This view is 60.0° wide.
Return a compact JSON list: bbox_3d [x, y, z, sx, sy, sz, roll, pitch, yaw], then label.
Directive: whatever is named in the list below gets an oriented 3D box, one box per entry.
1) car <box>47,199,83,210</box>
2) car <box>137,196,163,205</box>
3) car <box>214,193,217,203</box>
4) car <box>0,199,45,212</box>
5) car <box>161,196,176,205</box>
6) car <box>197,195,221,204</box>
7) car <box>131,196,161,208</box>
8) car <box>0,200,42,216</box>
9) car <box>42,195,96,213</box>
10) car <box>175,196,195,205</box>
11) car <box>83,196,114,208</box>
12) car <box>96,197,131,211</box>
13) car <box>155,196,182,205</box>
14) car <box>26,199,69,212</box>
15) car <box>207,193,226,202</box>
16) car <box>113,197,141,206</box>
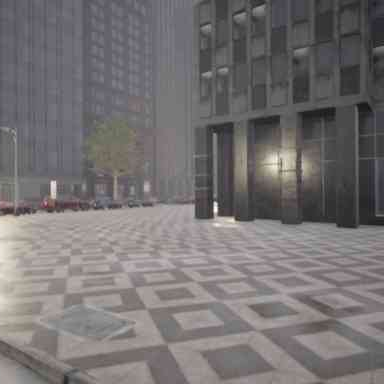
[{"bbox_3d":[-16.799,1.572,44.067,1.802,1.307,4.206,0,0,35],"label":"car"},{"bbox_3d":[-7.283,1.474,57.849,1.752,1.417,4.829,-1,0,35],"label":"car"},{"bbox_3d":[3.027,1.166,57.782,2.192,1.841,5.009,-1,0,35],"label":"car"},{"bbox_3d":[-20.003,1.572,39.427,1.947,1.339,4.313,0,0,35],"label":"car"},{"bbox_3d":[-2.441,1.380,54.465,2.128,1.511,4.902,-1,0,35],"label":"car"},{"bbox_3d":[3.239,1.363,62.781,2.128,1.511,4.902,-1,0,35],"label":"car"},{"bbox_3d":[-6.582,1.454,43.860,1.947,1.339,4.313,-1,0,35],"label":"car"},{"bbox_3d":[-16.193,1.522,29.940,1.802,1.307,4.206,0,0,35],"label":"car"},{"bbox_3d":[-12.991,1.235,34.581,2.192,1.841,5.009,0,0,35],"label":"car"},{"bbox_3d":[-0.175,1.407,53.141,1.887,1.381,4.507,-1,0,35],"label":"car"},{"bbox_3d":[-13.596,1.414,48.708,1.967,1.590,4.097,0,0,35],"label":"car"},{"bbox_3d":[-9.786,1.470,39.221,1.947,1.339,4.313,-1,0,35],"label":"car"},{"bbox_3d":[-3.955,1.394,57.683,1.882,1.535,5.008,-1,-1,35],"label":"car"},{"bbox_3d":[-16.875,1.538,39.100,1.994,1.385,4.181,-1,0,34],"label":"car"},{"bbox_3d":[5.629,1.224,76.554,2.192,1.841,5.009,-1,0,35],"label":"car"},{"bbox_3d":[-10.390,1.542,53.349,1.802,1.307,4.206,-1,0,35],"label":"car"}]
